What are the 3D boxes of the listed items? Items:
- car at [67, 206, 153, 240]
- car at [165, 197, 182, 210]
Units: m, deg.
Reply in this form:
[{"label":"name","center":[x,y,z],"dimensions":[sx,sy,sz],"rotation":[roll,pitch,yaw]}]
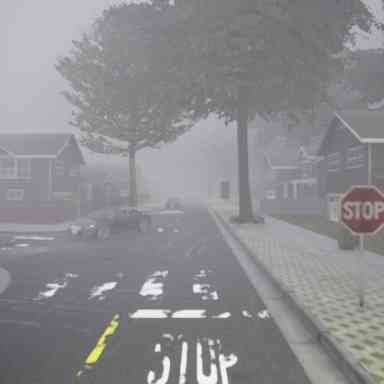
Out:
[{"label":"car","center":[-4.020,1.499,17.092],"dimensions":[2.128,1.511,4.902],"rotation":[1,2,32]},{"label":"car","center":[-2.215,1.341,40.833],"dimensions":[2.128,1.511,4.902],"rotation":[0,0,1]}]
